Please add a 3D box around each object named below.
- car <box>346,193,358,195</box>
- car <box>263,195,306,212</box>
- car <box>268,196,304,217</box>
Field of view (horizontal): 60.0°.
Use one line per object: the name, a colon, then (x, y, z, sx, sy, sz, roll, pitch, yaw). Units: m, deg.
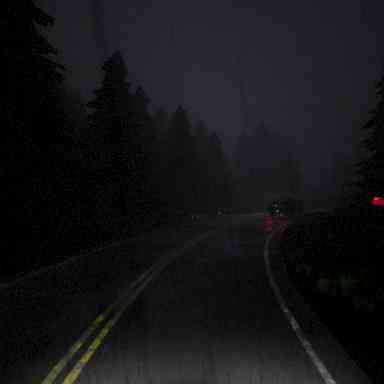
car: (19.417, 0.765, 39.781, 1.812, 1.442, 4.674, -4, -1, 42)
car: (9.753, 1.205, 34.814, 2.128, 1.511, 4.902, -5, -2, 43)
car: (7.723, 1.185, 26.887, 2.128, 1.511, 4.902, -4, -1, 33)
